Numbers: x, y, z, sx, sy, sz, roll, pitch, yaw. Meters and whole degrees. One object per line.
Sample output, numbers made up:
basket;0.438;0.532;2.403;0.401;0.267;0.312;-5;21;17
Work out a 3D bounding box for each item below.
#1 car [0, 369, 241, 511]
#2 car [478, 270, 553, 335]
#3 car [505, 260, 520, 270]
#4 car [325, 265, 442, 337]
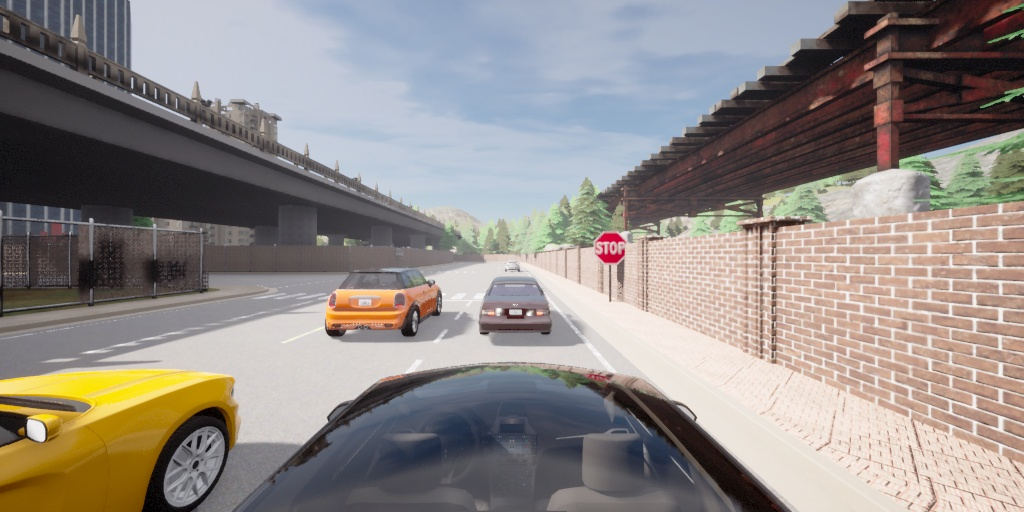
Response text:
car;-3.398;1.228;1.213;1.882;1.535;5.008;0;0;0
car;0.077;1.297;10.494;2.033;1.411;5.357;0;0;0
car;0.059;1.276;46.357;1.812;1.442;4.674;0;0;-1
car;-3.425;1.102;10.471;2.097;1.767;4.553;0;0;0
